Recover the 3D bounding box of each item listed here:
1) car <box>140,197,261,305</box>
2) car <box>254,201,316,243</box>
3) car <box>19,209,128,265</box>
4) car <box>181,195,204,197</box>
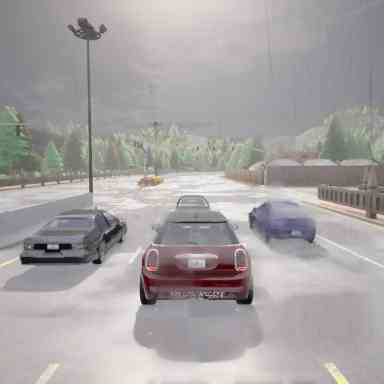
[{"bbox_3d":[0.077,1.192,7.950,2.097,1.767,4.553,0,2,0],"label":"car"},{"bbox_3d":[3.554,1.087,13.613,1.812,1.442,4.674,0,4,0],"label":"car"},{"bbox_3d":[-3.434,1.271,10.702,2.033,1.411,5.357,0,3,0],"label":"car"},{"bbox_3d":[0.035,0.861,17.331,2.033,1.411,5.357,0,4,0],"label":"car"}]
